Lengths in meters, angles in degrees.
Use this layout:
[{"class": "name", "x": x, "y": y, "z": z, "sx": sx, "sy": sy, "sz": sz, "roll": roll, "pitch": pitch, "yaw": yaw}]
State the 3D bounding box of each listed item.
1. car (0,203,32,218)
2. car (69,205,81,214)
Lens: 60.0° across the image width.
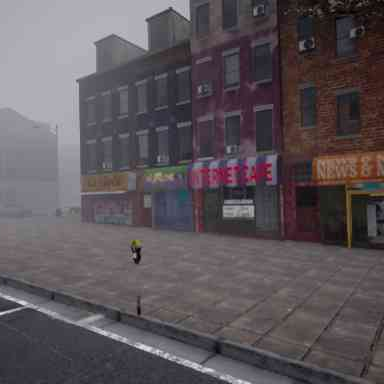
[{"class": "car", "x": -16.208, "y": 1.630, "z": 28.922, "sx": 1.994, "sy": 1.385, "sz": 4.181, "roll": -2, "pitch": -1, "yaw": 36}, {"class": "car", "x": -10.757, "y": 1.608, "z": 36.514, "sx": 2.033, "sy": 1.411, "sz": 5.357, "roll": -2, "pitch": -1, "yaw": 35}]
